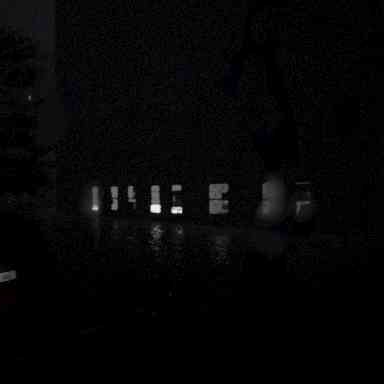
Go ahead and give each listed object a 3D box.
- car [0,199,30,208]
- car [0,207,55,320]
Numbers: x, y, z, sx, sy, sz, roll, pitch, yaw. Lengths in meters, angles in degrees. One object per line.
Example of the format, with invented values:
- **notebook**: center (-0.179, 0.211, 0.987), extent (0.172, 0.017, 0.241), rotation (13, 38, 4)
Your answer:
- **car**: center (-23.250, 1.562, 41.752), extent (1.967, 1.590, 4.097), rotation (-1, -2, 35)
- **car**: center (-4.598, 1.284, 6.165), extent (5.009, 1.841, 2.192), rotation (0, 0, 35)
